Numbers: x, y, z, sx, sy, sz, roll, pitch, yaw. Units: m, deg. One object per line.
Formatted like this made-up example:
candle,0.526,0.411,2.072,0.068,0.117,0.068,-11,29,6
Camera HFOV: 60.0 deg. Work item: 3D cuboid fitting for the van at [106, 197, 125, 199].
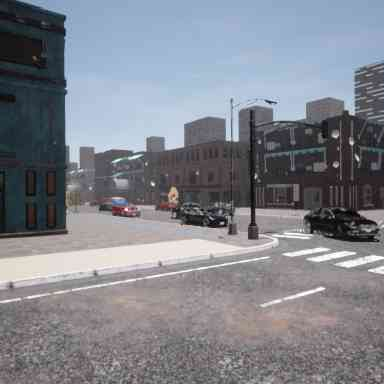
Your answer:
van,-13.220,1.907,58.941,1.690,1.788,3.998,-1,0,-36

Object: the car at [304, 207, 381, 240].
car,7.484,1.547,17.061,1.837,1.490,4.892,1,-2,-7

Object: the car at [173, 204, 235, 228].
car,0.804,1.814,24.690,1.947,1.339,4.313,-2,0,-36

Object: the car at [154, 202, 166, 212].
car,-3.562,1.966,45.429,1.802,1.307,4.206,-2,0,-36

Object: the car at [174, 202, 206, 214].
car,-0.345,1.903,40.926,1.802,1.307,4.206,-2,0,-36

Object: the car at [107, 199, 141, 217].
car,-7.166,1.846,36.052,1.967,1.590,4.097,-1,0,-36

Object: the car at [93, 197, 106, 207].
car,-16.439,1.939,63.444,2.192,1.841,5.009,-1,0,-36

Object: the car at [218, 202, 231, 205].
car,2.872,1.809,36.421,2.008,1.369,4.403,-2,0,-36

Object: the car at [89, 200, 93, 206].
car,-19.651,2.227,67.949,1.887,1.381,4.507,-1,0,-36

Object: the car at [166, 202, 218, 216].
car,-0.105,1.784,30.640,1.837,1.490,4.892,-1,1,-36

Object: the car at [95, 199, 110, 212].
car,-11.519,2.068,46.667,1.994,1.385,4.181,-1,0,-35
